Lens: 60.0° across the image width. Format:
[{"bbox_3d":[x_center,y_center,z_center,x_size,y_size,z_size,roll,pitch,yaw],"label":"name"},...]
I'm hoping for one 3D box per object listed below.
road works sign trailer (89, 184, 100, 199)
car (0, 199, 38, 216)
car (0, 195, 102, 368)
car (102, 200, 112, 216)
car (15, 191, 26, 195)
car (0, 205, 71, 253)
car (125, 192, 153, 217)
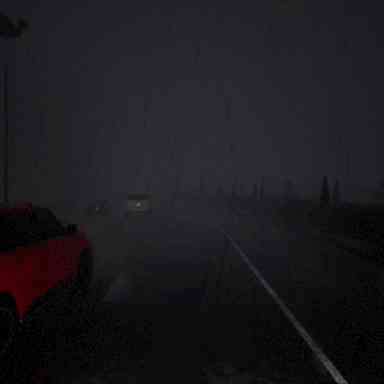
[{"bbox_3d":[-24.552,-0.088,82.813,2.380,3.560,2.880,0,1,-42],"label":"road works sign trailer"},{"bbox_3d":[-15.666,1.362,30.311,1.994,1.385,4.181,0,0,-10],"label":"car"},{"bbox_3d":[-3.435,1.185,5.666,2.150,2.045,5.566,0,1,0],"label":"car"},{"bbox_3d":[-8.354,1.363,30.048,1.994,1.385,4.181,0,0,-9],"label":"car"},{"bbox_3d":[-34.417,0.671,66.762,1.837,1.490,4.892,0,0,-36],"label":"car"},{"bbox_3d":[-6.968,1.408,14.319,1.837,1.490,4.892,0,0,-1],"label":"car"},{"bbox_3d":[-4.554,1.030,28.695,2.150,2.045,5.566,0,0,-7],"label":"car"}]
